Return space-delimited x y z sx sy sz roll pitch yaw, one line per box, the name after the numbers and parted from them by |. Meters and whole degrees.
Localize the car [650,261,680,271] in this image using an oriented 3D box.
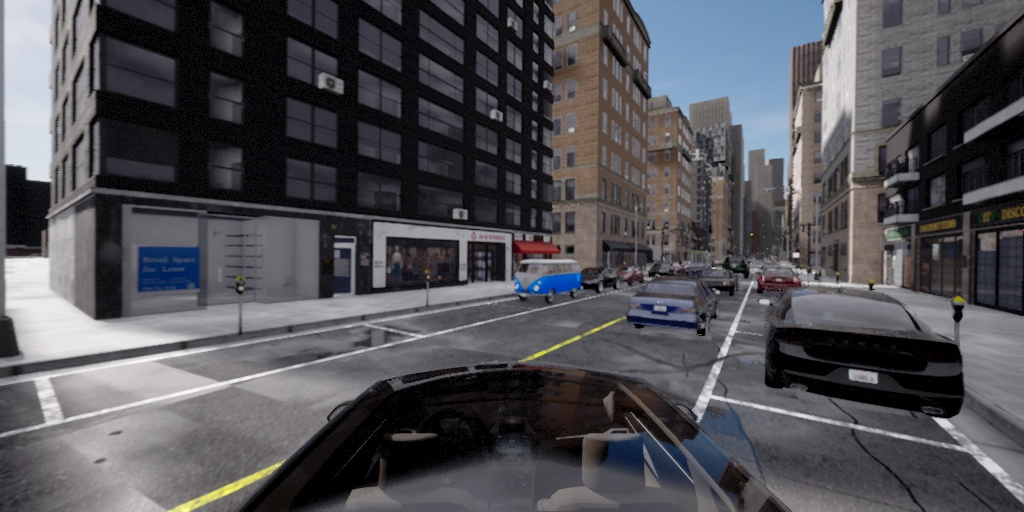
14.269 1.329 34.106 1.948 1.339 4.313 0 0 35 | car

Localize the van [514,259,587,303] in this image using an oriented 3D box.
1.659 1.040 16.071 1.690 1.789 3.998 0 0 35 | van

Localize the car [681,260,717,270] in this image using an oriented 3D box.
18.906 1.357 36.182 2.033 1.411 5.357 1 0 35 | car

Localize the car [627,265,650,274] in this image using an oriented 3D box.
7.964 1.313 25.089 1.802 1.307 4.207 0 0 35 | car

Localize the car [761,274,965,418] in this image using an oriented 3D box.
5.546 1.270 6.245 1.882 1.535 5.008 1 0 35 | car

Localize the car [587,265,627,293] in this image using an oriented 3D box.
4.812 1.281 20.580 1.948 1.339 4.313 0 0 35 | car

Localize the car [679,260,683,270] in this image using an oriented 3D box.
17.421 1.362 38.614 1.802 1.307 4.207 0 0 35 | car

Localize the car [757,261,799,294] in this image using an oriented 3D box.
14.950 1.276 20.203 1.967 1.591 4.097 0 0 35 | car

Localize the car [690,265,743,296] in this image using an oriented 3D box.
11.444 1.397 19.982 1.895 1.301 4.718 1 0 35 | car

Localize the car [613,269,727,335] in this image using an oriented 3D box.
4.967 1.312 10.710 2.033 1.411 5.357 1 0 34 | car

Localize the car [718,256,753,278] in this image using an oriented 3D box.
22.492 1.072 35.960 2.150 2.045 5.566 1 0 35 | car
